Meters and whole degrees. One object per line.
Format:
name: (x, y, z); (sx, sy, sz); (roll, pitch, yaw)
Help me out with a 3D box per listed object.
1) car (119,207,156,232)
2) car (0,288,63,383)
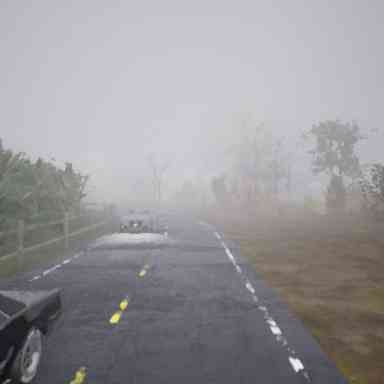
car: (-3.244, 1.613, 20.314); (1.994, 1.385, 4.181); (0, 0, -5)
car: (-2.815, 1.610, 2.622); (1.895, 1.301, 4.718); (0, 0, 0)
